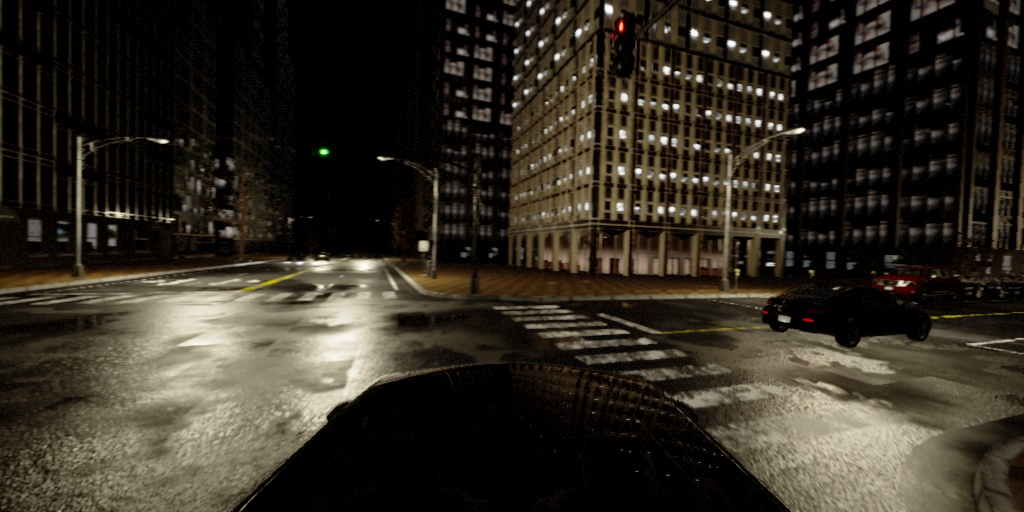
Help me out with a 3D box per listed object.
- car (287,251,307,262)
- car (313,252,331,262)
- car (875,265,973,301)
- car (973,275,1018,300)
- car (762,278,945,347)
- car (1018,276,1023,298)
[{"bbox_3d":[-30.726,0.067,51.359,1.812,1.442,4.674,1,0,-21],"label":"car"},{"bbox_3d":[-27.693,0.155,52.523,2.033,1.411,5.357,1,0,-21],"label":"car"},{"bbox_3d":[22.427,1.457,19.909,5.009,1.841,2.192,0,0,-19],"label":"car"},{"bbox_3d":[27.663,1.818,21.677,4.403,1.370,2.007,0,0,-19],"label":"car"},{"bbox_3d":[9.031,1.467,9.757,4.674,1.442,1.812,1,1,-19],"label":"car"},{"bbox_3d":[32.899,1.941,23.444,4.403,1.370,2.007,0,0,-19],"label":"car"}]
